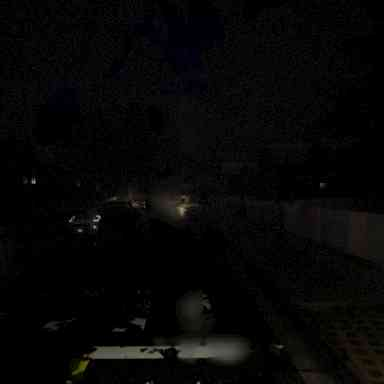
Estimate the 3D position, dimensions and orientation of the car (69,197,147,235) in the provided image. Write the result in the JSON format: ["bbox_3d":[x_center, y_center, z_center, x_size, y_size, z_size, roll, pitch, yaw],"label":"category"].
[{"bbox_3d":[-4.874,1.369,19.036,2.097,1.767,4.553,-3,-1,23],"label":"car"}]

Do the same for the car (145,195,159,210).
[{"bbox_3d":[-5.398,1.406,43.813,2.097,1.767,4.553,0,0,-6],"label":"car"}]

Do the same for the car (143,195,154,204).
[{"bbox_3d":[-8.923,1.458,68.526,2.097,1.767,4.553,0,0,-10],"label":"car"}]
